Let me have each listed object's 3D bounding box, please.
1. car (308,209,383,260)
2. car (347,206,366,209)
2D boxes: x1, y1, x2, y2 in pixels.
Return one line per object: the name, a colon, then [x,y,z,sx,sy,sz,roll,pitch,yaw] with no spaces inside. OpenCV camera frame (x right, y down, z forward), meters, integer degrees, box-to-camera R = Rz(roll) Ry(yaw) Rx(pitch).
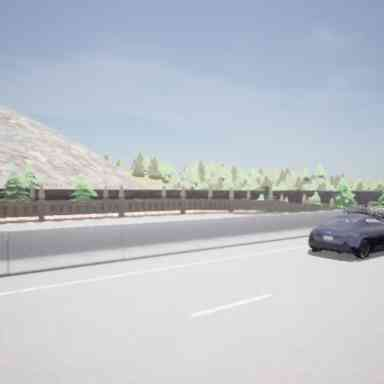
car: [6.282,1.539,12.521,4.181,1.385,1.994,0,0,-35]
car: [19.513,2.425,39.358,4.892,1.490,1.837,7,-4,-35]
